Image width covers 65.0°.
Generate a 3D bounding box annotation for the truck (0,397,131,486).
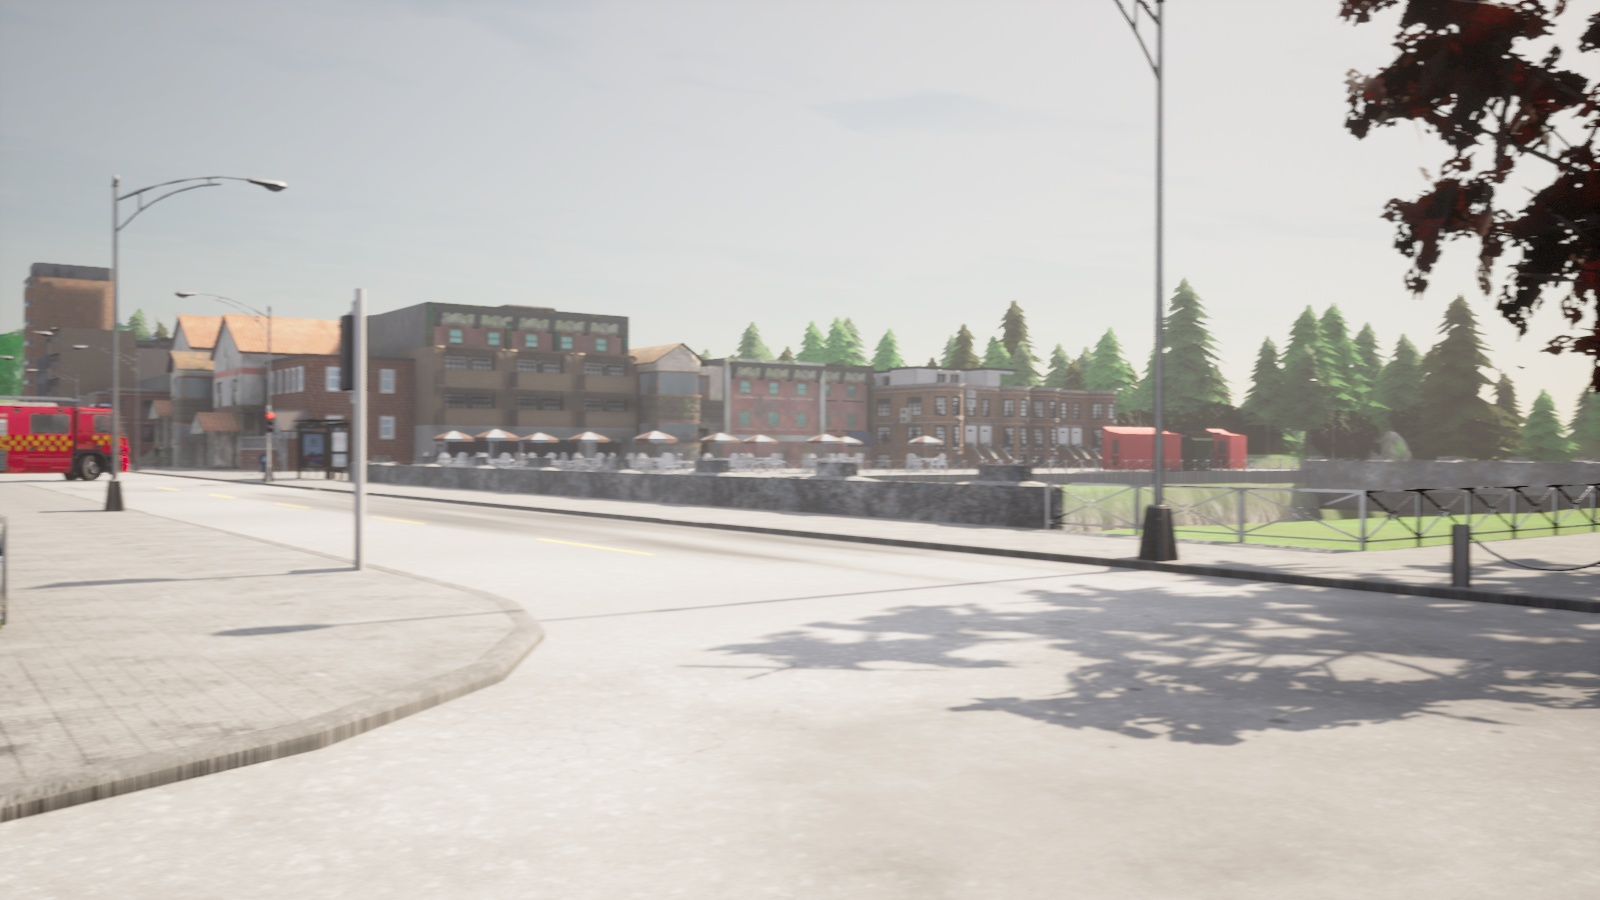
[{"bbox_3d":[-34.896,-0.365,56.008,2.891,3.827,8.468,0,0,43],"label":"truck"}]
